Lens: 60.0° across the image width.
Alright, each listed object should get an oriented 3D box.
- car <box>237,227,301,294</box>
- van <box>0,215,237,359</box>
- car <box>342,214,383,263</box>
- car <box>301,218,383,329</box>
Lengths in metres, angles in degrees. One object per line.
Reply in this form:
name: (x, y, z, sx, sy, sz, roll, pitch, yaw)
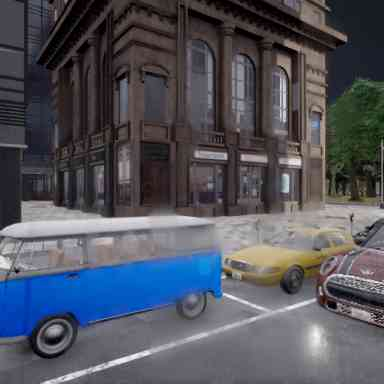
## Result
car: (2.954, 1.525, 8.750, 4.829, 1.417, 1.752, 0, 0, -35)
van: (-1.337, 1.341, 5.695, 3.998, 1.788, 1.690, 0, 0, -35)
car: (7.522, 1.567, 12.002, 4.313, 1.339, 1.947, 0, 0, -35)
car: (4.513, 1.352, 6.585, 4.553, 1.767, 2.097, 0, 0, -35)
